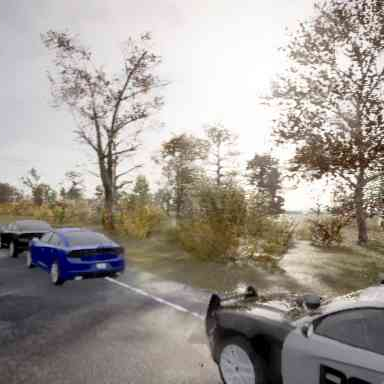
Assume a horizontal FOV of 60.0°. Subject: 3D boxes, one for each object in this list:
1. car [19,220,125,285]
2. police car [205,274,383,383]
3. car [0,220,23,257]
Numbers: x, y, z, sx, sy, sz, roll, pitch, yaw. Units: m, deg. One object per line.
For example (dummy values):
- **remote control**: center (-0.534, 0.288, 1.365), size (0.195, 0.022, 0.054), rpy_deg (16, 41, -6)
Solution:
- **car**: center (-4.023, 1.926, 11.041), size (1.882, 1.535, 5.008), rpy_deg (4, -3, -39)
- **police car**: center (2.202, 1.655, 3.418), size (1.930, 1.638, 5.238), rpy_deg (4, -4, -40)
- **car**: center (-7.740, 2.065, 15.716), size (1.882, 1.535, 5.008), rpy_deg (3, -4, -38)
